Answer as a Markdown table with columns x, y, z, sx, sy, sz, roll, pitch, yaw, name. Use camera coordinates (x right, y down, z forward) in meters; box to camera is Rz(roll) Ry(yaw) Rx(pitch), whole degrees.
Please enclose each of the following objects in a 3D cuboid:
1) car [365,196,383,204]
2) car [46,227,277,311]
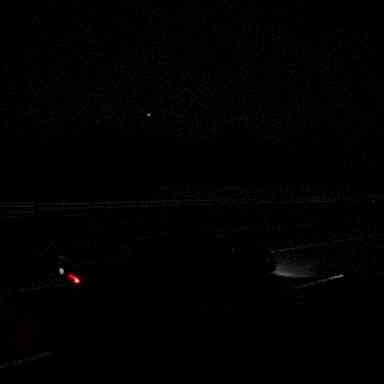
| x | y | z | sx | sy | sz | roll | pitch | yaw | name |
| --- | --- | --- | --- | --- | --- | --- | --- | --- | --- |
| 31.143 | 1.452 | 56.216 | 4.892 | 1.490 | 1.837 | 0 | 0 | -35 | car |
| -0.428 | 1.539 | 7.742 | 5.357 | 1.411 | 2.033 | 0 | 0 | -36 | car |
